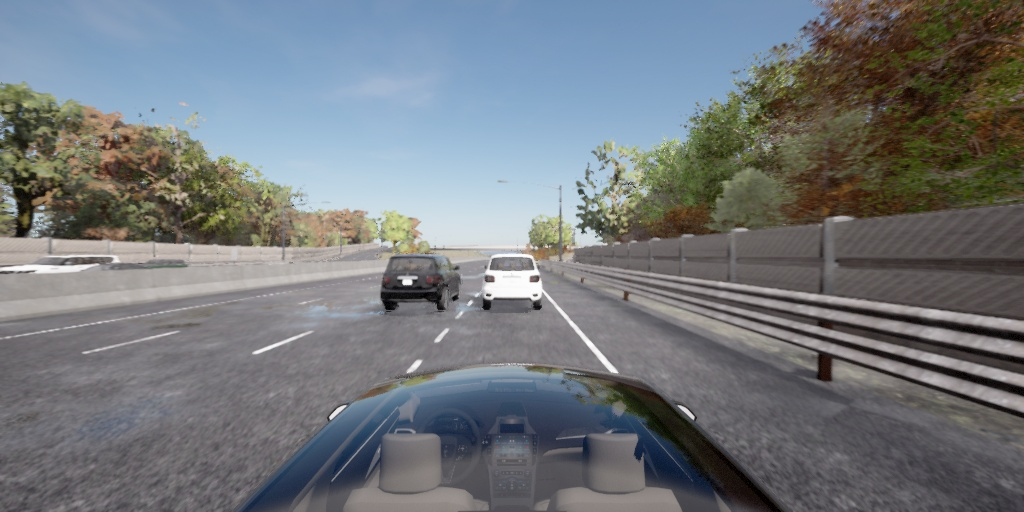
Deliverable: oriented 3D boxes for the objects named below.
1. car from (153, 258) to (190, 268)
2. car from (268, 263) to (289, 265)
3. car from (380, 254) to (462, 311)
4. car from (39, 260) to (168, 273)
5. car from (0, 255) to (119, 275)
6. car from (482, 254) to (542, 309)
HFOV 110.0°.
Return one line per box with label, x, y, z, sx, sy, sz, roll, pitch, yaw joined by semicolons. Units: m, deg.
car;-31.567;1.055;32.109;2.097;1.767;4.553;0;0;0
car;-21.075;1.305;31.973;1.895;1.301;4.718;0;0;0
car;-3.397;0.945;14.330;2.150;2.045;5.566;0;0;0
car;-24.578;1.190;21.936;1.882;1.535;5.008;0;0;0
car;-28.072;0.934;22.612;2.150;2.045;5.566;0;0;0
car;0.003;0.944;14.858;2.150;2.045;5.566;0;0;0
